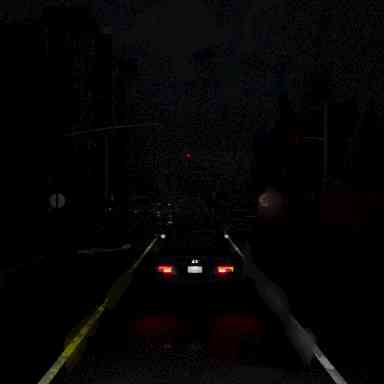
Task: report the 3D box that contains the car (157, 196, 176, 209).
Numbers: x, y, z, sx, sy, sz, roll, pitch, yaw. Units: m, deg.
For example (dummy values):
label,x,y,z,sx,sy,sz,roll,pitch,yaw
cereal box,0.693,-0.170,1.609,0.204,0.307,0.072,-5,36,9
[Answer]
label,x,y,z,sx,sy,sz,roll,pitch,yaw
car,-3.522,1.506,44.613,1.837,1.490,4.892,0,0,0

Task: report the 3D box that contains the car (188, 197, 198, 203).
label,x,y,z,sx,sy,sz,roll,pitch,yaw
car,0.219,1.600,69.713,1.895,1.301,4.718,0,0,0

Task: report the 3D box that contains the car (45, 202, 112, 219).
label,x,y,z,sx,sy,sz,roll,pitch,yaw
car,-9.678,1.559,28.693,5.357,1.411,2.033,0,0,0

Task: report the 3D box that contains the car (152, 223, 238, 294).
label,x,y,z,sx,sy,sz,roll,pitch,yaw
car,0.074,1.547,8.941,2.033,1.411,5.357,0,0,0

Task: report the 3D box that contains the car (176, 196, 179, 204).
label,x,y,z,sx,sy,sz,roll,pitch,yaw
car,-3.454,1.507,61.740,1.837,1.490,4.892,0,-1,0
